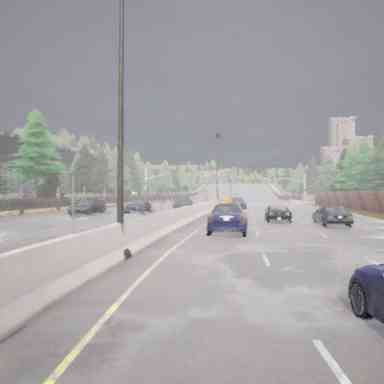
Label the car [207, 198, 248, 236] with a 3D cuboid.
[{"bbox_3d":[2.075,1.406,18.970,2.097,1.767,4.553,0,0,9],"label":"car"}]

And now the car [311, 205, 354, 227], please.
[{"bbox_3d":[9.900,1.664,23.742,2.033,1.411,5.357,0,0,9],"label":"car"}]

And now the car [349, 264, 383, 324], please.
[{"bbox_3d":[3.806,1.561,4.431,1.812,1.442,4.674,0,0,3],"label":"car"}]

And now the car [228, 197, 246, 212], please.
[{"bbox_3d":[5.673,1.476,41.166,2.097,1.767,4.553,0,0,9],"label":"car"}]

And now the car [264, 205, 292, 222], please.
[{"bbox_3d":[6.920,1.704,27.174,1.895,1.301,4.718,0,0,9],"label":"car"}]
